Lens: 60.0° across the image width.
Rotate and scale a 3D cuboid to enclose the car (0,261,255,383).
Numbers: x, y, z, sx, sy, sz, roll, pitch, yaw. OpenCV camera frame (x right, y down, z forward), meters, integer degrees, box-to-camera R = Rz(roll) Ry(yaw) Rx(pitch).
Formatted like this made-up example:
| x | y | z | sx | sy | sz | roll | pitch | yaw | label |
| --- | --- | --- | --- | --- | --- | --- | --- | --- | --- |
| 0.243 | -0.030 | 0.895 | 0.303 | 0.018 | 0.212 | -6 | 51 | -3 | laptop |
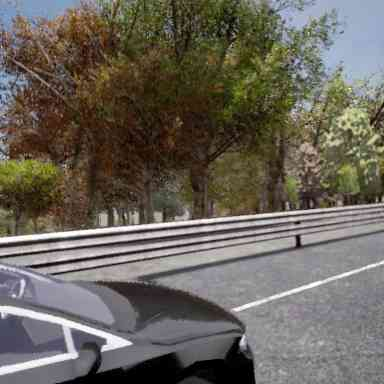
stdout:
| x | y | z | sx | sy | sz | roll | pitch | yaw | label |
| --- | --- | --- | --- | --- | --- | --- | --- | --- | --- |
| -1.677 | 1.153 | 2.017 | 4.902 | 1.511 | 2.128 | 1 | 0 | -37 | car |
